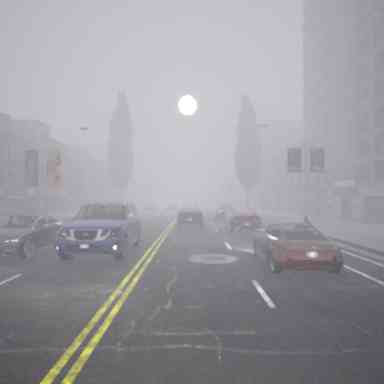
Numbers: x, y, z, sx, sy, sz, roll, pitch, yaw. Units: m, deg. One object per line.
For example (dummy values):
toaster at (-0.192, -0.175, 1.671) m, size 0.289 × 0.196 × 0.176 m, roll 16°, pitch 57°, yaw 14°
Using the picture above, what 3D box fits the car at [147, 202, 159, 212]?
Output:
car at (-6.504, 2.412, 54.844) m, size 2.033 × 1.411 × 5.357 m, roll 0°, pitch -2°, yaw 0°

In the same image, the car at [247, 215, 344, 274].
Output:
car at (3.250, 1.684, 10.985) m, size 1.994 × 1.385 × 4.181 m, roll 0°, pitch -1°, yaw 0°

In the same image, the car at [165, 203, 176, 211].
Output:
car at (-3.254, 2.425, 54.844) m, size 1.994 × 1.385 × 4.181 m, roll 0°, pitch -2°, yaw 0°

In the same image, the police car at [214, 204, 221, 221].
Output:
police car at (3.248, 2.015, 32.991) m, size 2.038 × 1.542 × 4.974 m, roll 0°, pitch -1°, yaw 0°

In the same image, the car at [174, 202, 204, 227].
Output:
car at (-0.098, 1.838, 25.919) m, size 1.882 × 1.535 × 5.008 m, roll 0°, pitch -1°, yaw 1°

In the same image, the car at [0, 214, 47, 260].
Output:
car at (-6.598, 1.640, 13.150) m, size 2.128 × 1.511 × 4.902 m, roll 0°, pitch -1°, yaw 0°

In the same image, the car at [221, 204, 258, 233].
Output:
car at (3.249, 1.767, 21.989) m, size 1.882 × 1.535 × 5.008 m, roll 0°, pitch -1°, yaw 0°

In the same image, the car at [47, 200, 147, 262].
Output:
car at (-3.349, 1.369, 13.103) m, size 2.150 × 2.045 × 5.566 m, roll 0°, pitch -1°, yaw 0°
